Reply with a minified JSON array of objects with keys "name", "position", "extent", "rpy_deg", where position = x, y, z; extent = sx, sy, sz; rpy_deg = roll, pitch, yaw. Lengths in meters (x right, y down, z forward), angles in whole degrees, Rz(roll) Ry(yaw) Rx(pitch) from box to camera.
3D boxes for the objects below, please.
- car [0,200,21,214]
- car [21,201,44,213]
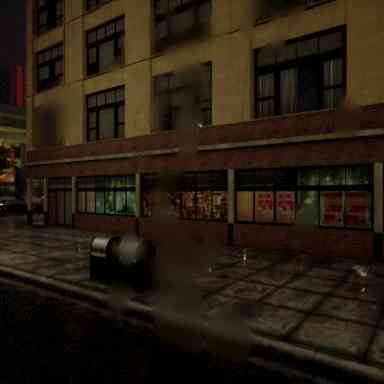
[{"name":"car","position":[-19.133,1.547,35.650],"extent":[2.033,1.411,5.357],"rpy_deg":[0,0,36]},{"name":"car","position":[-14.846,1.547,35.595],"extent":[2.033,1.411,5.357],"rpy_deg":[0,0,36]}]
